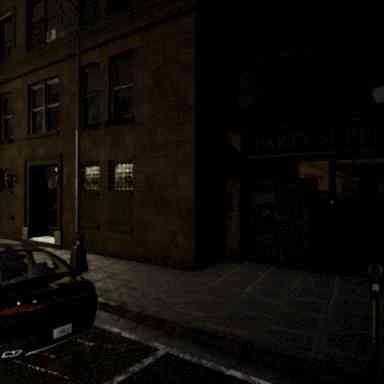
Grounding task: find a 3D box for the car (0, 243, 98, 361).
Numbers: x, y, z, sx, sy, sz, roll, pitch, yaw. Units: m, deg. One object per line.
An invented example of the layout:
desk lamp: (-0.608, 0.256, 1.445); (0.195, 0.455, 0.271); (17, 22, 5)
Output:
car: (-3.428, 1.542, 5.536); (4.403, 1.369, 2.008); (0, 0, 36)
